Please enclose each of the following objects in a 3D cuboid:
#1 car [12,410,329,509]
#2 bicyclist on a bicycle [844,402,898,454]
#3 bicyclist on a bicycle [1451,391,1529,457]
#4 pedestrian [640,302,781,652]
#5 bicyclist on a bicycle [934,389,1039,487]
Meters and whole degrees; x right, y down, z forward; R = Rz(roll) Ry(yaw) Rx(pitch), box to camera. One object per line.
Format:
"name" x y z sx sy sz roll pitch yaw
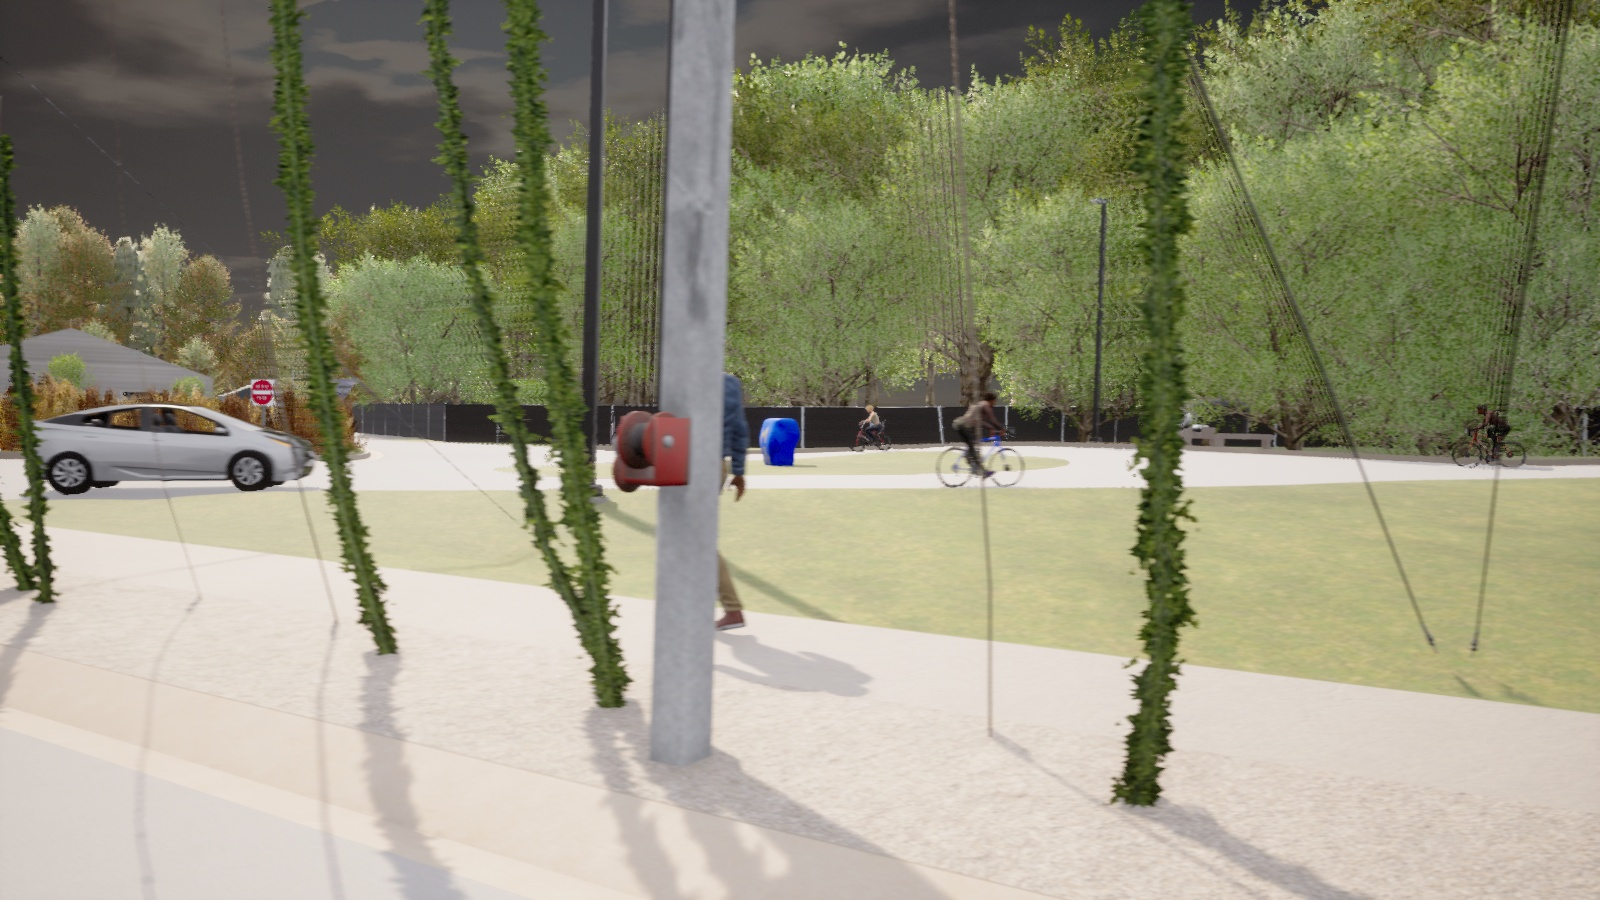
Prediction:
"car" -10.786 0.107 21.871 4.514 1.525 2.007 -2 2 -11
"bicyclist on a bicycle" 2.425 -0.768 42.871 1.509 1.612 0.866 -5 2 21
"bicyclist on a bicycle" 17.355 -0.641 31.601 1.656 1.620 0.582 -1 0 23
"pedestrian" -0.539 0.138 7.429 0.423 1.949 0.788 -1 2 -41
"bicyclist on a bicycle" 3.139 -0.212 21.146 1.656 1.620 0.582 -1 1 -18
